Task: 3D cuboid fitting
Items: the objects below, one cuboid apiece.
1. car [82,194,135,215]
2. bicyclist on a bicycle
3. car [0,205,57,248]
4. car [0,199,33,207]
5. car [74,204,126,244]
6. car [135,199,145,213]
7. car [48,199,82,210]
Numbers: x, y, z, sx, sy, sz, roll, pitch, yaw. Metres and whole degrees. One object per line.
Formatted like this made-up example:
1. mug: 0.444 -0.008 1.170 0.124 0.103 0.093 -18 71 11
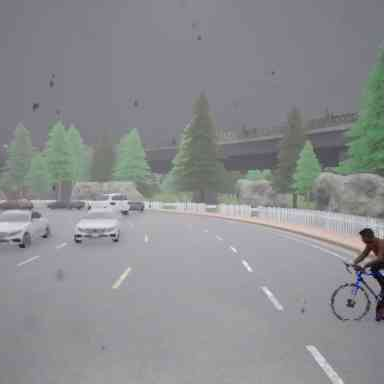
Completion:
1. car: -8.181 1.216 32.253 2.150 2.045 5.566 0 0 -42
2. bicyclist on a bicycle: 3.212 1.448 5.771 1.656 1.620 0.582 -2 0 -1
3. car: -7.675 1.523 14.699 1.812 1.442 4.674 0 0 -8
4. car: -21.565 1.558 40.854 4.181 1.385 1.994 0 0 20
5. car: -4.366 1.523 16.110 1.812 1.442 4.674 0 0 -9
6. car: -7.035 1.486 35.719 2.128 1.511 4.902 0 0 -43
7. car: -16.006 1.541 42.434 5.357 1.411 2.033 0 0 27
